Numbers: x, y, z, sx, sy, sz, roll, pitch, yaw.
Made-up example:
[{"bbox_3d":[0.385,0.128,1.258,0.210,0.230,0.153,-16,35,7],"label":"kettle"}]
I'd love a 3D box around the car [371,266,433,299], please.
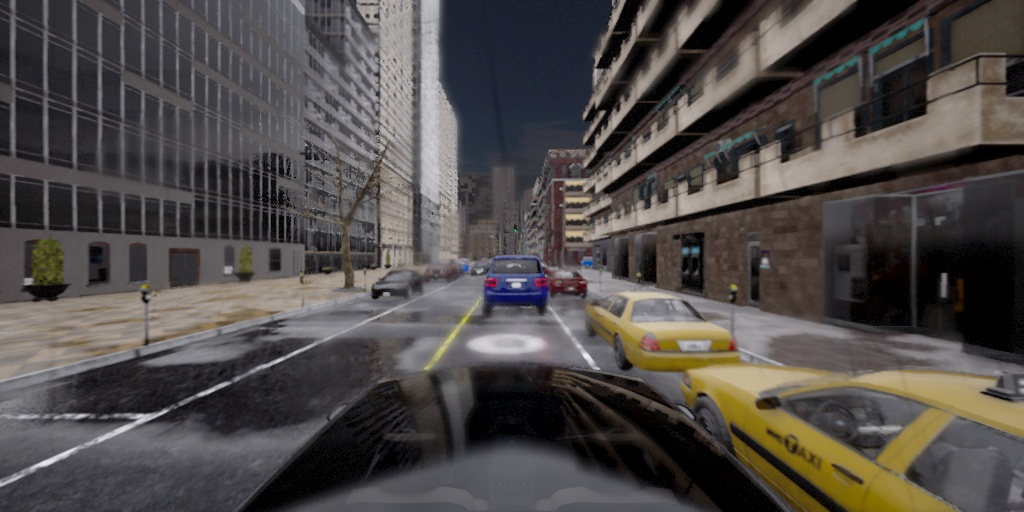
[{"bbox_3d":[-5.691,1.371,18.468,1.948,1.339,4.313,0,0,0],"label":"car"}]

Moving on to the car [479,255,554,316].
[{"bbox_3d":[0.077,1.010,13.727,2.150,2.045,5.566,0,0,-1],"label":"car"}]

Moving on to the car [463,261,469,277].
[{"bbox_3d":[-5.691,1.430,35.036,1.948,1.339,4.313,0,0,0],"label":"car"}]

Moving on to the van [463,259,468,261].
[{"bbox_3d":[-5.690,1.226,40.559,1.690,1.789,3.998,0,0,0],"label":"van"}]

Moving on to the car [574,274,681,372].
[{"bbox_3d":[2.689,1.294,7.591,1.751,1.417,4.829,0,0,0],"label":"car"}]

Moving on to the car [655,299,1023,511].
[{"bbox_3d":[2.690,1.276,2.068,1.751,1.417,4.829,0,0,0],"label":"car"}]

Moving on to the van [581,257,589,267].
[{"bbox_3d":[13.722,1.077,60.521,3.998,1.789,1.690,0,0,0],"label":"van"}]

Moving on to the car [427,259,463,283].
[{"bbox_3d":[-5.691,1.159,29.513,2.192,1.841,5.009,0,0,0],"label":"car"}]

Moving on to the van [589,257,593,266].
[{"bbox_3d":[13.744,1.083,52.140,3.998,1.789,1.690,0,0,0],"label":"van"}]

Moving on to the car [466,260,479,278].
[{"bbox_3d":[-3.070,1.362,36.372,2.128,1.511,4.902,0,0,0],"label":"car"}]

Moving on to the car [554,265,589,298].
[{"bbox_3d":[2.689,1.351,18.467,1.888,1.381,4.507,0,0,0],"label":"car"}]
